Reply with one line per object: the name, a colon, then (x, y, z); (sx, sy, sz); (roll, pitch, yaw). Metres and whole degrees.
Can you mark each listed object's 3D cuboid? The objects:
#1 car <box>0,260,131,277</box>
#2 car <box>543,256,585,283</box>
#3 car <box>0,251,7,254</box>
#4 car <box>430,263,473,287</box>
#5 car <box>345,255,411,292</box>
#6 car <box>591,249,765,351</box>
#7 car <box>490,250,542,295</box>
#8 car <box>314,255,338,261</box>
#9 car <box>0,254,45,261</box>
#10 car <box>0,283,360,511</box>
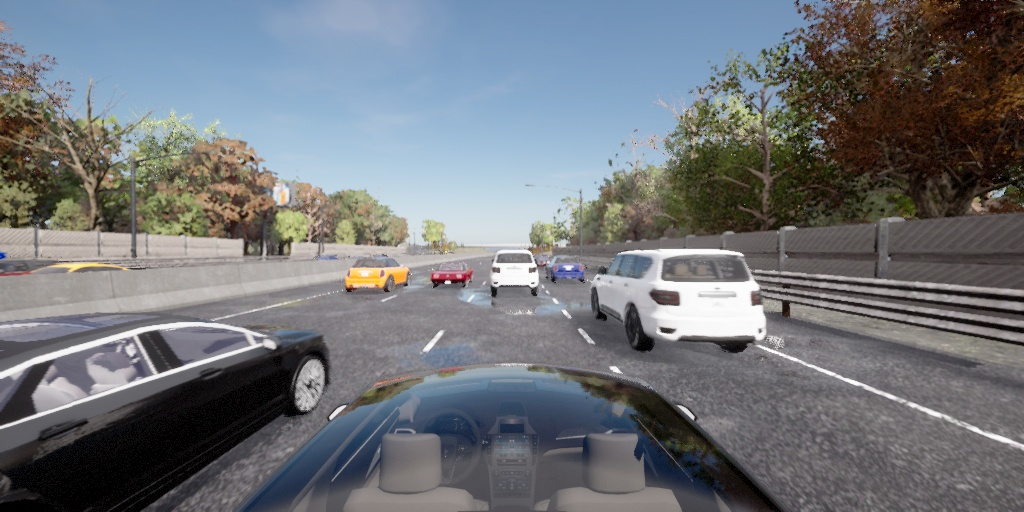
car: (-17.598, 1.050, 14.328); (1.882, 1.535, 5.008); (0, 1, 0)
car: (3.499, 0.784, 24.284); (2.097, 1.767, 4.553); (0, 1, 0)
car: (-24.601, 0.788, 14.690); (2.150, 2.045, 5.566); (0, 1, 0)
car: (-3.397, 1.076, 21.237); (1.895, 1.301, 4.718); (0, 1, 0)
car: (-6.900, 0.859, 18.956); (2.097, 1.767, 4.553); (0, 1, 0)
car: (3.503, 0.861, 8.788); (2.150, 2.045, 5.566); (0, 1, 0)
car: (0.101, 0.740, 18.128); (2.150, 2.045, 5.566); (0, 1, 0)
car: (-28.052, 0.549, 54.185); (1.812, 1.442, 4.674); (0, 1, 0)
car: (-21.100, 0.921, 14.512); (2.097, 1.767, 4.553); (0, 1, 0)
car: (-3.398, 1.222, 2.962); (2.128, 1.511, 4.902); (0, 1, 0)
